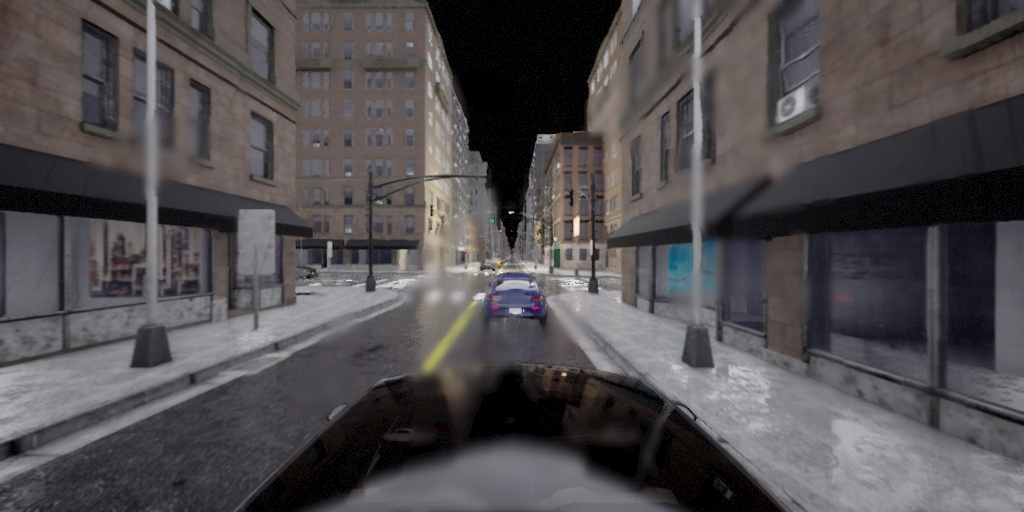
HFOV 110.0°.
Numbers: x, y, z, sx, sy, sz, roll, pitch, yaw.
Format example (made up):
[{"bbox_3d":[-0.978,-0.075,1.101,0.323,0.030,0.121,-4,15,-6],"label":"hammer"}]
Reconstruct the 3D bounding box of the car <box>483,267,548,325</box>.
[{"bbox_3d":[0.099,1.260,11.612,1.812,1.442,4.674,0,0,0],"label":"car"}]

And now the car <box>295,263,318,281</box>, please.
[{"bbox_3d":[-16.383,1.038,25.899,4.181,1.385,1.994,1,0,0],"label":"car"}]

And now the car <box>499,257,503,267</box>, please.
[{"bbox_3d":[-2.993,1.113,62.586,1.882,1.535,5.008,0,0,1],"label":"car"}]

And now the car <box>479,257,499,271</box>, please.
[{"bbox_3d":[-3.087,1.174,46.073,1.837,1.490,4.892,0,0,0],"label":"car"}]
